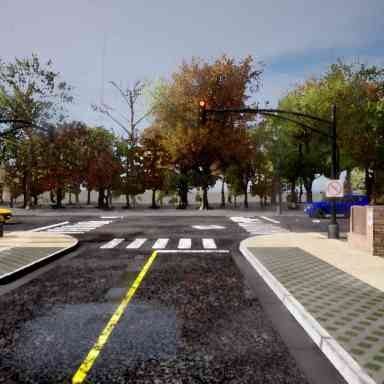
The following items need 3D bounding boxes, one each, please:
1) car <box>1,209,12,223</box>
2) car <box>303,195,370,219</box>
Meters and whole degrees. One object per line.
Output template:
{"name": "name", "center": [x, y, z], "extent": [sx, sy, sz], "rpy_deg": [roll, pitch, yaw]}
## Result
{"name": "car", "center": [-15.092, 1.423, 22.940], "extent": [5.008, 1.535, 1.882], "rpy_deg": [0, 0, 0]}
{"name": "car", "center": [12.853, 1.279, 29.626], "extent": [5.566, 2.045, 2.150], "rpy_deg": [0, 0, 0]}
